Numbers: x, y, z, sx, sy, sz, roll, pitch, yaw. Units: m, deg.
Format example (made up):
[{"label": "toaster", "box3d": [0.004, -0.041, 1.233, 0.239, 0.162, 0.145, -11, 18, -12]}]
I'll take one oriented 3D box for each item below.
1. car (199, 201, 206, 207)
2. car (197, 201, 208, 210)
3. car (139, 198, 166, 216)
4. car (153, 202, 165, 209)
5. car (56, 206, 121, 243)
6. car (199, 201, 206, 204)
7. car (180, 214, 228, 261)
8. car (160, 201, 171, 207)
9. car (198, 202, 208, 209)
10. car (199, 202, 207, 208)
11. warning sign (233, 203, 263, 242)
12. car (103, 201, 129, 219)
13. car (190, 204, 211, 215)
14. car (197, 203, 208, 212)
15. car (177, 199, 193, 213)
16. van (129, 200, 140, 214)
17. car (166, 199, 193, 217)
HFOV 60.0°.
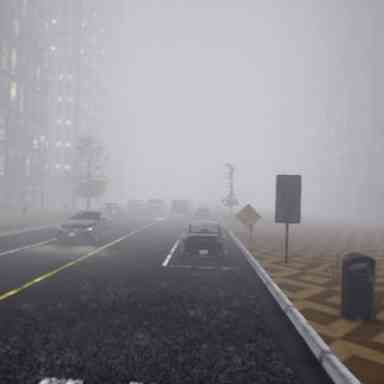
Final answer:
[{"label": "car", "box3d": [3.014, 3.293, 92.275, 1.887, 1.381, 4.507, 1, -1, 2]}, {"label": "car", "box3d": [2.062, 2.664, 64.084, 1.967, 1.590, 4.097, 1, -1, 2]}, {"label": "car", "box3d": [-4.455, 1.817, 40.497, 2.150, 2.045, 5.566, 2, -1, 3]}, {"label": "car", "box3d": [-6.313, 2.535, 64.371, 1.802, 1.307, 4.206, 1, -1, 2]}, {"label": "car", "box3d": [-5.309, 1.678, 17.249, 1.812, 1.442, 4.674, 2, -1, 2]}, {"label": "car", "box3d": [1.677, 2.579, 52.805, 1.947, 1.339, 4.313, 1, -1, 2]}, {"label": "car", "box3d": [0.469, 1.824, 13.334, 2.008, 1.369, 4.403, 1, -1, 2]}, {"label": "car", "box3d": [-5.931, 2.729, 75.645, 1.947, 1.339, 4.313, 1, -1, 2]}, {"label": "car", "box3d": [2.250, 2.895, 69.720, 1.947, 1.339, 4.313, 1, -1, 2]}, {"label": "car", "box3d": [2.632, 3.105, 80.998, 1.947, 1.339, 4.313, 1, -1, 2]}, {"label": "warning sign", "box3d": [2.881, 1.537, 17.219, 1.300, 1.860, 1.060, 2, 0, 2]}, {"label": "car", "box3d": [-7.455, 1.758, 30.551, 1.967, 1.590, 4.097, 1, -1, 2]}, {"label": "car", "box3d": [1.104, 2.261, 35.890, 1.947, 1.339, 4.313, 1, -1, 2]}, {"label": "car", "box3d": [1.867, 2.700, 58.443, 1.802, 1.307, 4.206, 1, -1, 2]}, {"label": "car", "box3d": [-1.018, 2.127, 51.637, 2.150, 2.045, 5.566, 2, -1, 2]}, {"label": "van", "box3d": [-7.072, 1.872, 41.827, 1.690, 1.788, 3.998, 1, -1, 2]}, {"label": "car", "box3d": [-1.390, 1.904, 39.768, 2.150, 2.045, 5.566, 2, -1, 2]}]
